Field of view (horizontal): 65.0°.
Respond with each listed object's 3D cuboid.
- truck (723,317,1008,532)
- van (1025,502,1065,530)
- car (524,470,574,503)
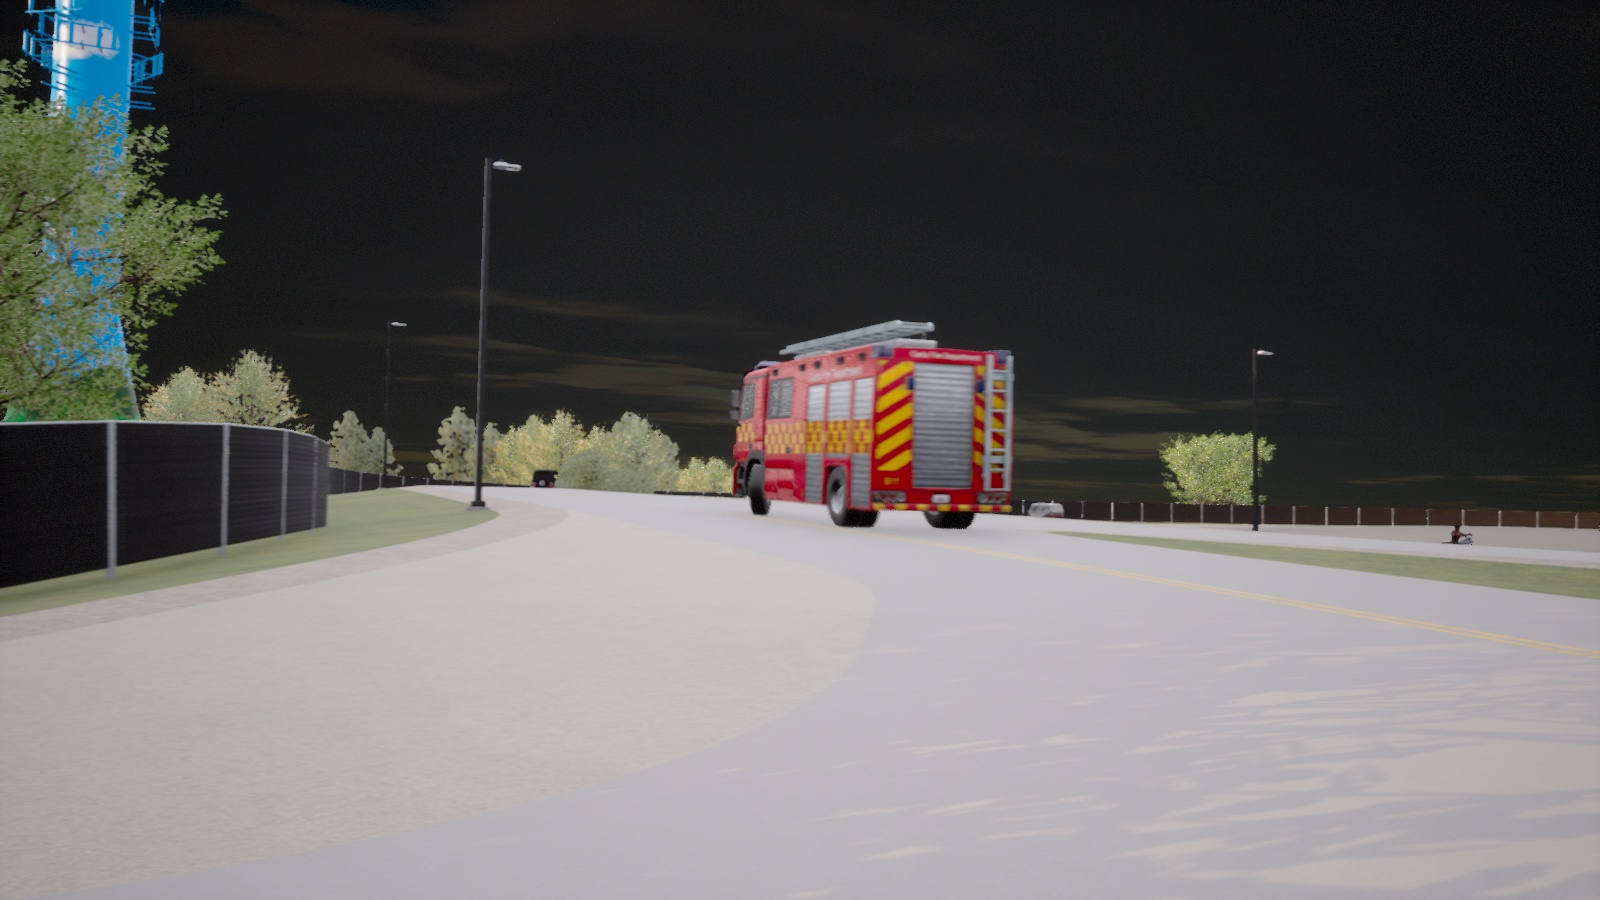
[{"bbox_3d":[1.011,-0.403,26.796,2.891,3.827,8.468,1,-1,-20],"label":"truck"},{"bbox_3d":[18.400,4.918,94.271,1.775,1.987,4.442,0,-2,27],"label":"van"},{"bbox_3d":[-16.133,2.362,80.931,1.905,1.878,3.866,0,-5,8],"label":"car"}]
